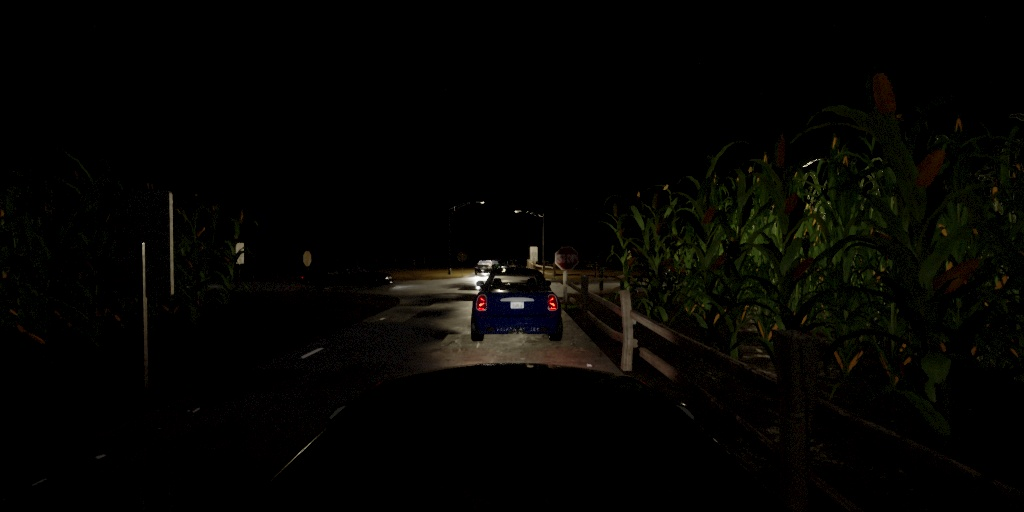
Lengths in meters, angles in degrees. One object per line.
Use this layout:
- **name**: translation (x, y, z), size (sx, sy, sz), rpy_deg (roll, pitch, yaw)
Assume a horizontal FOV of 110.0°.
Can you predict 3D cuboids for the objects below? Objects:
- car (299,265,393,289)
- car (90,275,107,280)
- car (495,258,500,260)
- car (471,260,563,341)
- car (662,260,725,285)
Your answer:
- **car**: translation (-10.463, 1.315, 22.877), size (5.357, 1.411, 2.033), rpy_deg (0, 1, -6)
- **car**: translation (-24.118, 1.307, 22.513), size (4.892, 1.490, 1.837), rpy_deg (0, 1, 0)
- **car**: translation (-2.810, 1.211, 38.158), size (2.128, 1.511, 4.902), rpy_deg (0, 0, 2)
- **car**: translation (0.059, 1.098, 9.993), size (2.097, 1.767, 4.553), rpy_deg (0, 0, -2)
- **car**: translation (12.542, 1.062, 25.337), size (4.553, 1.767, 2.097), rpy_deg (0, 1, -2)
